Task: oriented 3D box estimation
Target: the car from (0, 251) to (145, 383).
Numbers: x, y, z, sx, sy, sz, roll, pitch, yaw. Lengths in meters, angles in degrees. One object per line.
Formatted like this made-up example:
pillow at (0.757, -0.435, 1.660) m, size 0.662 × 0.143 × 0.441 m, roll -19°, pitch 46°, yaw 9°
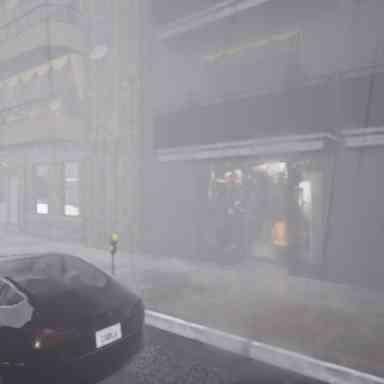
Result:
car at (-2.572, 1.531, 4.723) m, size 4.313 × 1.339 × 1.947 m, roll 1°, pitch 0°, yaw 36°
